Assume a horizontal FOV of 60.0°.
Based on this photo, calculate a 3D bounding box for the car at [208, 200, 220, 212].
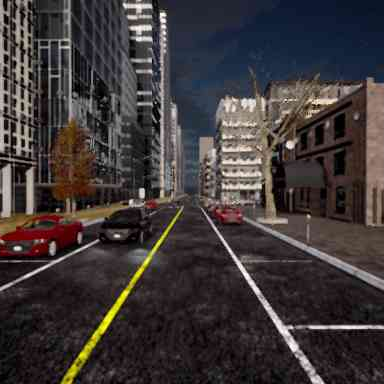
[{"bbox_3d":[2.741,1.701,29.985,1.887,1.381,4.507,-1,0,0],"label":"car"}]

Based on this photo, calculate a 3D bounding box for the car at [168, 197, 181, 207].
[{"bbox_3d":[-3.011,1.924,59.672,1.994,1.385,4.181,0,0,0],"label":"car"}]

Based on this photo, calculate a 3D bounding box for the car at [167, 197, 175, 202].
[{"bbox_3d":[-5.720,2.004,90.345,1.752,1.417,4.829,-1,0,0],"label":"car"}]

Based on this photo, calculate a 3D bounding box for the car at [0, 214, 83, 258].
[{"bbox_3d":[-5.704,1.613,13.109,1.887,1.381,4.507,-1,0,0],"label":"car"}]

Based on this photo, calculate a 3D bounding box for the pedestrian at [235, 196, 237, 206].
[{"bbox_3d":[8.123,1.661,61.488,0.375,1.860,0.375,-1,1,0],"label":"pedestrian"}]

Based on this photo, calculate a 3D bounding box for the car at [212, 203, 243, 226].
[{"bbox_3d":[2.708,1.709,24.340,1.802,1.307,4.206,-1,0,0],"label":"car"}]

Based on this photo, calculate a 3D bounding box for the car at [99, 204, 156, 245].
[{"bbox_3d":[-3.102,1.562,16.276,1.882,1.535,5.008,0,0,0],"label":"car"}]

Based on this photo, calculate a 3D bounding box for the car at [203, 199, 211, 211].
[{"bbox_3d":[2.800,1.766,41.273,2.008,1.369,4.403,-1,0,0],"label":"car"}]

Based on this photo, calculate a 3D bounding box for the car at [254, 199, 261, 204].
[{"bbox_3d":[16.299,2.031,75.697,4.403,1.369,2.008,0,0,1],"label":"car"}]

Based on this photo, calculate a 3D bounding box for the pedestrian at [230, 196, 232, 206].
[{"bbox_3d":[7.123,1.628,60.888,0.375,1.860,0.375,-1,1,0],"label":"pedestrian"}]

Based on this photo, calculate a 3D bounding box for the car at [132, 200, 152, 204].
[{"bbox_3d":[-5.812,1.737,35.684,2.008,1.369,4.403,-1,0,0],"label":"car"}]

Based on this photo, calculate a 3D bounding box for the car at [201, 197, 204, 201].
[{"bbox_3d":[2.797,1.802,52.732,1.752,1.417,4.829,-1,0,0],"label":"car"}]

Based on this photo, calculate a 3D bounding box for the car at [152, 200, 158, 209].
[{"bbox_3d":[-5.840,1.791,46.973,1.887,1.381,4.507,-1,0,0],"label":"car"}]

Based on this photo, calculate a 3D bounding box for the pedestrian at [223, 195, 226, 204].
[{"bbox_3d":[6.123,1.478,62.086,0.375,1.860,0.375,-1,1,0],"label":"pedestrian"}]
